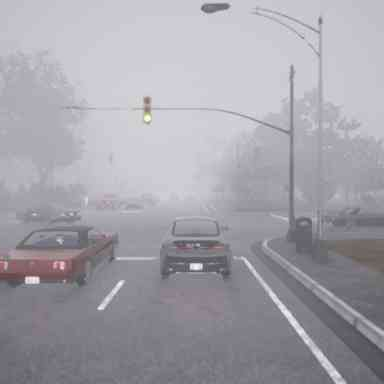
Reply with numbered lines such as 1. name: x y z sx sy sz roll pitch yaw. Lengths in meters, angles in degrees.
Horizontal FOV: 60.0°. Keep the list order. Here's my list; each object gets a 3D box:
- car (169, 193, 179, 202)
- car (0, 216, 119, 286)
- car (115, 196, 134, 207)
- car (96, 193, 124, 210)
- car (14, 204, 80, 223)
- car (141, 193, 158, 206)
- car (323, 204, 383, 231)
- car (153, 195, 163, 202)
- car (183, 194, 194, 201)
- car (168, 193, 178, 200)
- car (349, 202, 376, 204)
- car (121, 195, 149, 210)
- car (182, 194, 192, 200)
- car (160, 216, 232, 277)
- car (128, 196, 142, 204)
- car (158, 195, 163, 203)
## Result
1. car: -3.998 1.187 73.560 2.097 1.767 4.553 0 0 -4
2. car: -3.400 1.593 9.320 1.895 1.301 4.718 0 0 0
3. car: -10.567 1.420 52.571 1.882 1.535 5.008 0 0 1
4. car: -10.599 1.182 42.685 2.150 2.045 5.566 0 0 0
5. car: -10.169 1.526 23.397 5.357 1.411 2.033 0 0 31
6. car: -7.057 1.164 52.335 2.150 2.045 5.566 0 0 -1
7. car: 10.503 1.583 20.078 4.718 1.301 1.895 0 0 -2
8. car: -7.459 1.360 72.794 1.812 1.442 4.674 0 0 -3
9. car: -0.525 1.372 74.106 1.994 1.385 4.181 0 0 -4
10. car: -4.750 1.109 83.630 2.097 1.767 4.553 0 0 -7
11. car: 13.728 1.523 27.176 5.357 1.411 2.033 0 0 0
12. car: -7.101 1.508 42.158 2.033 1.411 5.357 0 0 0
13. car: -1.261 1.125 83.987 2.033 1.411 5.357 0 0 -7
14. car: 0.098 1.496 10.205 1.837 1.490 4.892 0 0 0
15. car: -10.615 1.502 62.656 1.895 1.301 4.718 0 0 -1
16. car: -7.111 1.380 62.524 1.882 1.535 5.008 0 0 -1
